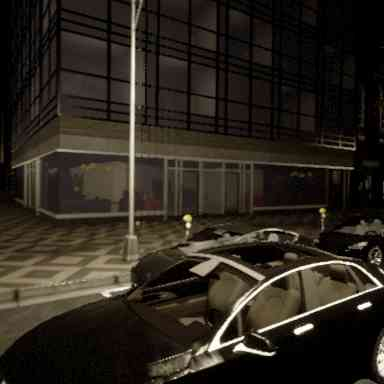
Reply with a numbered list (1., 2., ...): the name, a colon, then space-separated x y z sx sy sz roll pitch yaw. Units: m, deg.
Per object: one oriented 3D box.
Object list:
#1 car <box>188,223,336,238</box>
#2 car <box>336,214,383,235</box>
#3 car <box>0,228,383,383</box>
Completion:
1. car: 0.854 1.395 7.194 4.313 1.339 1.947 0 2 -33
2. car: 5.594 1.365 10.251 4.313 1.339 1.947 0 2 -33
3. car: 0.571 1.414 3.735 4.892 1.490 1.837 0 2 -33
